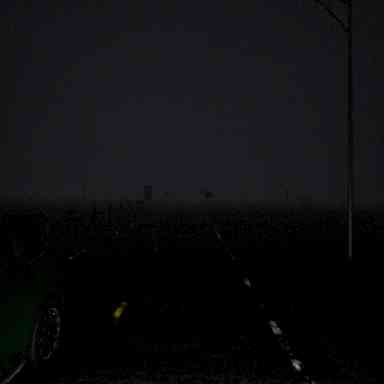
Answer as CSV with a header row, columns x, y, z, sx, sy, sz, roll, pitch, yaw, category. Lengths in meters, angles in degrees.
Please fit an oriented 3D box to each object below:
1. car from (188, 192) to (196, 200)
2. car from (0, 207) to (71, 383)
x,y,z,sx,sy,sz,roll,pitch,yaw,category
0.000,1.262,91.508,2.097,1.767,4.553,0,0,0,car
-2.851,1.222,2.702,2.150,2.045,5.566,0,0,0,car
